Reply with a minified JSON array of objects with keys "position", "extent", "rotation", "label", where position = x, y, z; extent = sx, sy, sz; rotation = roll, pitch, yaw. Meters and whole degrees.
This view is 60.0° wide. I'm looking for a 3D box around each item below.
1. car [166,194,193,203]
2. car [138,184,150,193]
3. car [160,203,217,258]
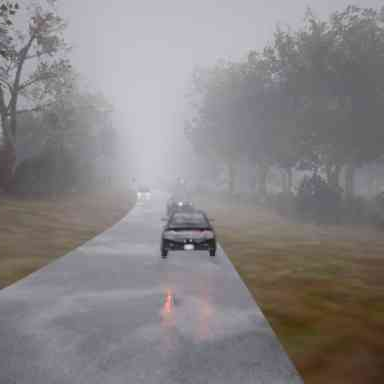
[{"position":[-1.034,0.898,27.475],"extent":[2.097,1.767,4.553],"rotation":[1,2,-5],"label":"car"},{"position":[-8.228,-0.654,56.947],"extent":[1.837,1.490,4.892],"rotation":[2,3,-11],"label":"car"},{"position":[-0.157,1.433,12.601],"extent":[2.128,1.511,4.902],"rotation":[0,1,-2],"label":"car"}]
